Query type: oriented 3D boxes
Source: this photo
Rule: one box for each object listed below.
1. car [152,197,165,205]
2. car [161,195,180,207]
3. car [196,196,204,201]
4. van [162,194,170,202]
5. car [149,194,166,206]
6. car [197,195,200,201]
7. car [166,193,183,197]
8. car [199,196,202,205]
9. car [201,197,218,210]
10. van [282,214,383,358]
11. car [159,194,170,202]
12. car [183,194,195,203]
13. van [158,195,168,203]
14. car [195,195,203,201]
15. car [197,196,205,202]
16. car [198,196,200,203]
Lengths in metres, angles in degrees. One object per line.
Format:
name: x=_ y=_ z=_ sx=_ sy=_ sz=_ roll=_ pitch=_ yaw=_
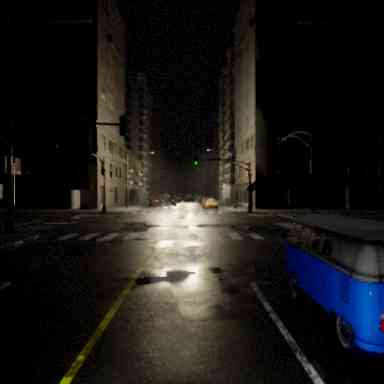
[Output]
car: x=-6.134 y=1.666 z=61.506 sx=2.008 sy=1.369 sz=4.403 roll=0 pitch=0 yaw=-1
car: x=-3.413 y=1.609 z=53.703 sx=1.837 sy=1.490 sz=4.892 roll=0 pitch=0 yaw=0
car: x=1.998 y=1.697 z=89.253 sx=2.008 sy=1.369 sz=4.403 roll=0 pitch=0 yaw=-1
van: x=-6.445 y=1.482 z=83.606 sx=1.690 sy=1.788 sz=3.998 roll=0 pitch=0 yaw=-1
car: x=-6.056 y=1.422 z=55.981 sx=2.192 sy=1.841 sz=5.009 roll=0 pitch=0 yaw=-1
car: x=2.391 y=1.681 z=61.626 sx=1.947 sy=1.339 sz=4.313 roll=0 pitch=0 yaw=-1
car: x=-3.574 y=1.351 z=69.197 sx=2.150 sy=2.045 sz=5.566 roll=0 pitch=0 yaw=-1
car: x=2.548 y=1.539 z=50.575 sx=1.967 sy=1.590 sz=4.097 roll=0 pitch=0 yaw=-1
car: x=2.624 y=1.615 z=45.220 sx=1.752 sy=1.417 sz=4.829 roll=0 pitch=0 yaw=-1
van: x=2.851 y=1.354 z=5.862 sx=1.690 sy=1.788 sz=3.998 roll=0 pitch=0 yaw=0
car: x=-6.369 y=1.451 z=78.082 sx=2.192 sy=1.841 sz=5.009 roll=0 pitch=0 yaw=-1
car: x=-0.650 y=1.653 z=74.541 sx=1.812 sy=1.442 sz=4.674 roll=0 pitch=0 yaw=-1
van: x=-6.291 y=1.471 z=72.557 sx=1.690 sy=1.788 sz=3.998 roll=0 pitch=0 yaw=-1
car: x=1.920 y=1.701 z=94.779 sx=2.008 sy=1.369 sz=4.403 roll=0 pitch=0 yaw=-1
car: x=2.156 y=1.718 z=78.202 sx=1.802 sy=1.307 sz=4.206 roll=0 pitch=0 yaw=-1
car: x=2.469 y=1.658 z=56.101 sx=2.008 sy=1.369 sz=4.403 roll=0 pitch=0 yaw=-1
